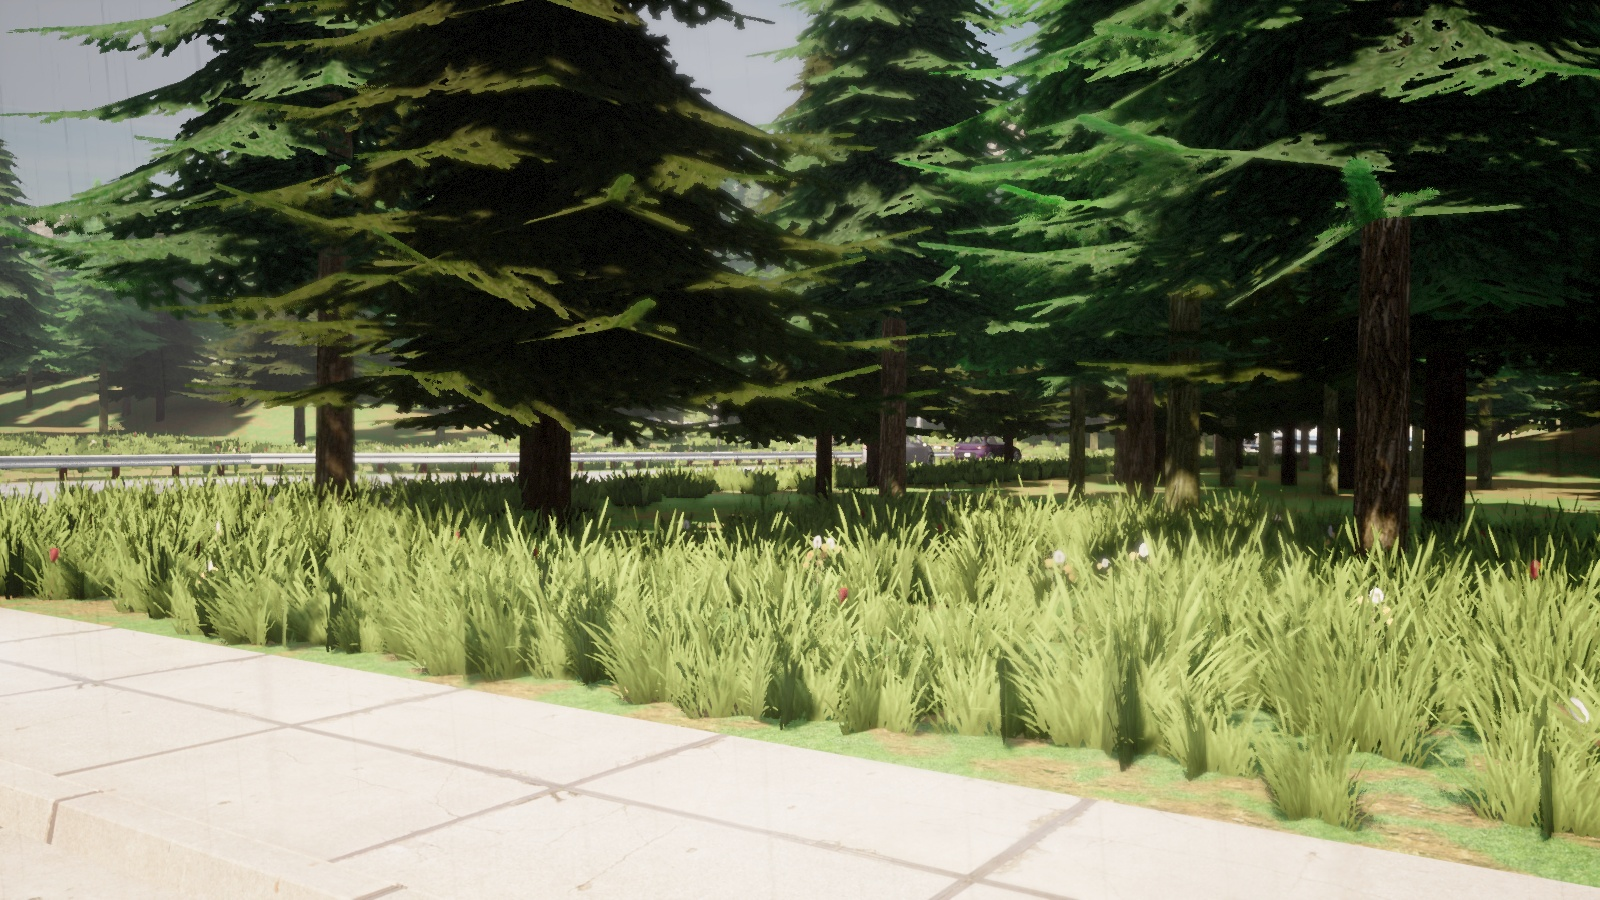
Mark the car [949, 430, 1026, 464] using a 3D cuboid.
[{"bbox_3d":[8.648,-0.148,57.729,1.816,1.474,4.193,0,1,35],"label":"car"}]

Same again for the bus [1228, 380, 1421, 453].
[{"bbox_3d":[32.219,-2.022,77.513,10.273,4.253,3.944,0,1,4],"label":"bus"}]

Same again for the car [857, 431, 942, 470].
[{"bbox_3d":[4.080,-0.017,51.140,1.845,1.501,3.633,0,1,35],"label":"car"}]
